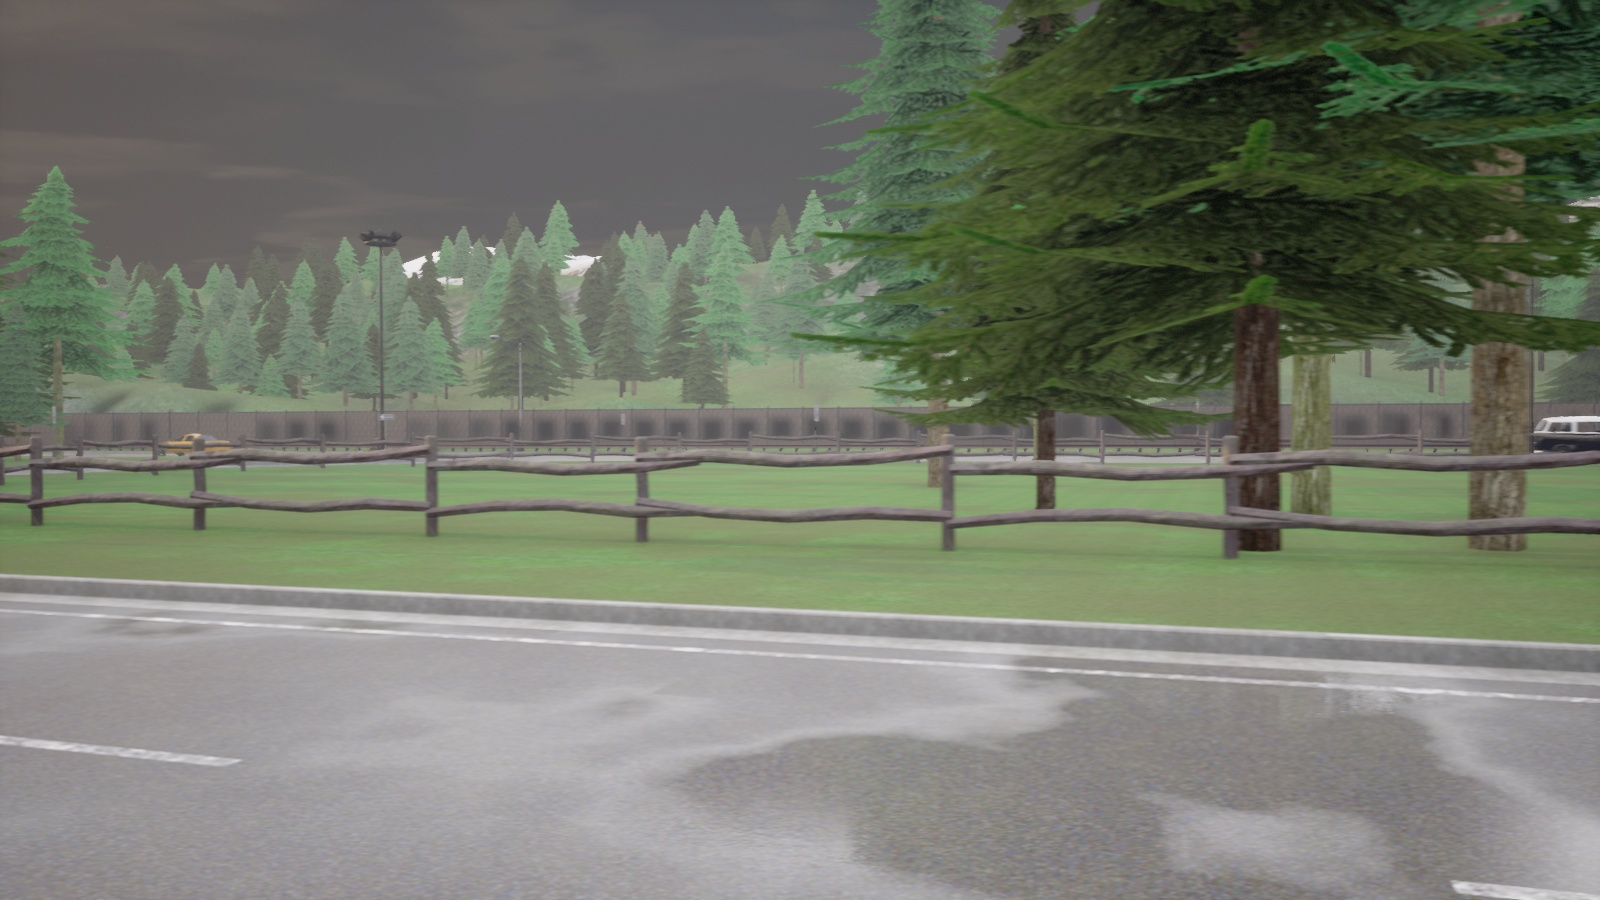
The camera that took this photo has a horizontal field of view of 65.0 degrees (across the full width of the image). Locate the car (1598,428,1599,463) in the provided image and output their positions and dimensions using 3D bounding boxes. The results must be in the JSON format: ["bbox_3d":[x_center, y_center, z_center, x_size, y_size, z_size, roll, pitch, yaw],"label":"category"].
[{"bbox_3d":[39.957,-0.171,57.837,5.027,1.651,2.152,1,1,18],"label":"car"}]

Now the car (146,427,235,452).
[{"bbox_3d":[-39.065,-0.670,80.455,5.366,1.575,1.801,1,1,18],"label":"car"}]

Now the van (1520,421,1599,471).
[{"bbox_3d":[33.040,-0.167,52.762,4.480,2.038,2.069,1,1,18],"label":"van"}]
